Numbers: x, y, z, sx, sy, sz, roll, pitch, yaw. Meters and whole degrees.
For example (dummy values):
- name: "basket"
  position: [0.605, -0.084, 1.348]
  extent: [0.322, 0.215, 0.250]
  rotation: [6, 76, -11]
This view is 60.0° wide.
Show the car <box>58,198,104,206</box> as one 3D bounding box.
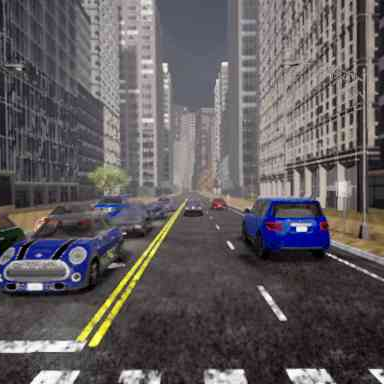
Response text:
- name: "car"
  position: [-6.574, 1.442, 17.928]
  extent: [2.097, 1.767, 4.553]
  rotation: [-1, 0, 0]

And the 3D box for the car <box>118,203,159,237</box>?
- name: "car"
  position: [-3.321, 1.605, 18.803]
  extent: [2.033, 1.411, 5.357]
  rotation: [-1, 0, 0]

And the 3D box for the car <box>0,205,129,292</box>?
- name: "car"
  position: [-3.344, 1.425, 9.331]
  extent: [2.097, 1.767, 4.553]
  rotation: [-1, 0, 0]

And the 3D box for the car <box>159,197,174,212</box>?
- name: "car"
  position: [-3.217, 1.372, 38.827]
  extent: [2.097, 1.767, 4.553]
  rotation: [-1, 0, 0]

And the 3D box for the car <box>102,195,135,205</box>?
- name: "car"
  position: [-6.511, 1.294, 27.456]
  extent: [2.150, 2.045, 5.566]
  rotation: [-1, 0, 1]

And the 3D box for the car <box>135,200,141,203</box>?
- name: "car"
  position: [-6.466, 1.600, 37.937]
  extent: [2.033, 1.411, 5.357]
  rotation: [-1, 0, 0]

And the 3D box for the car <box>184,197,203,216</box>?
- name: "car"
  position: [0.127, 1.545, 33.123]
  extent: [2.033, 1.411, 5.357]
  rotation: [-1, 0, 0]

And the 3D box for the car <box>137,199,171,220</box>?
- name: "car"
  position: [-3.244, 1.603, 28.770]
  extent: [1.994, 1.385, 4.181]
  rotation: [-1, 0, 1]

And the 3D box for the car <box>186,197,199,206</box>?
- name: "car"
  position: [0.137, 1.502, 54.126]
  extent: [2.033, 1.411, 5.357]
  rotation: [-1, 0, 0]

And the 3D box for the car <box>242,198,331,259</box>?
- name: "car"
  position: [3.354, 1.224, 12.847]
  extent: [2.150, 2.045, 5.566]
  rotation: [-1, 0, 0]

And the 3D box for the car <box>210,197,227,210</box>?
- name: "car"
  position: [3.293, 1.429, 41.909]
  extent: [1.882, 1.535, 5.008]
  rotation: [-1, 0, 0]
